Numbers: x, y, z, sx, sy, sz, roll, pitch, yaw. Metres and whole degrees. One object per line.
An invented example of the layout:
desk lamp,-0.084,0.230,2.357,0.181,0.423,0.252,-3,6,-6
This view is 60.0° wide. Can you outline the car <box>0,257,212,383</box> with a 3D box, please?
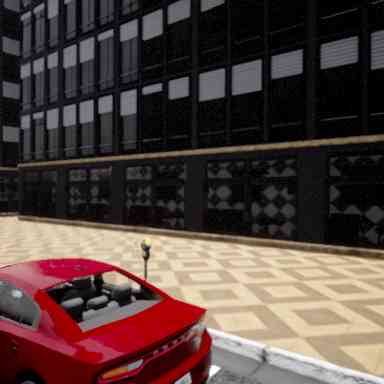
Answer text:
car,-1.894,1.528,4.226,4.507,1.381,1.887,0,0,36
